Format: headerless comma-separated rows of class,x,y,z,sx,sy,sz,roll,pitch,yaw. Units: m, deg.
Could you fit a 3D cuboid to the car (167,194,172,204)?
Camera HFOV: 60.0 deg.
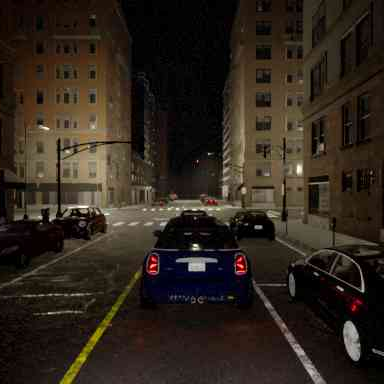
car,-5.440,1.606,64.481,2.008,1.369,4.403,0,0,0

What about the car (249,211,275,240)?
car,2.899,1.566,16.538,1.947,1.339,4.313,0,0,0

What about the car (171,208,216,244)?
car,0.089,1.564,16.610,1.994,1.385,4.181,0,0,1

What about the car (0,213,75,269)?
car,-5.641,1.582,11.061,1.802,1.307,4.206,0,0,0

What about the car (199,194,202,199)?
car,3.133,1.523,75.264,1.967,1.590,4.097,0,0,0

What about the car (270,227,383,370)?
car,2.869,1.551,5.536,2.008,1.369,4.403,0,0,0

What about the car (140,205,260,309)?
car,0.099,1.352,8.027,2.097,1.767,4.553,0,0,0

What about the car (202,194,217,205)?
car,3.034,1.475,53.628,1.967,1.590,4.097,0,0,0

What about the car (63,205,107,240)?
car,-5.626,1.441,16.562,1.967,1.590,4.097,0,0,0

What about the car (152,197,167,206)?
car,-5.490,1.617,53.665,1.802,1.307,4.206,0,0,0

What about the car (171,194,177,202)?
car,-5.368,1.625,80.537,1.752,1.417,4.829,0,0,0

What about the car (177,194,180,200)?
car,-5.319,1.456,91.525,2.192,1.841,5.009,0,0,0

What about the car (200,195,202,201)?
car,3.084,1.606,64.446,2.008,1.369,4.403,0,0,0
